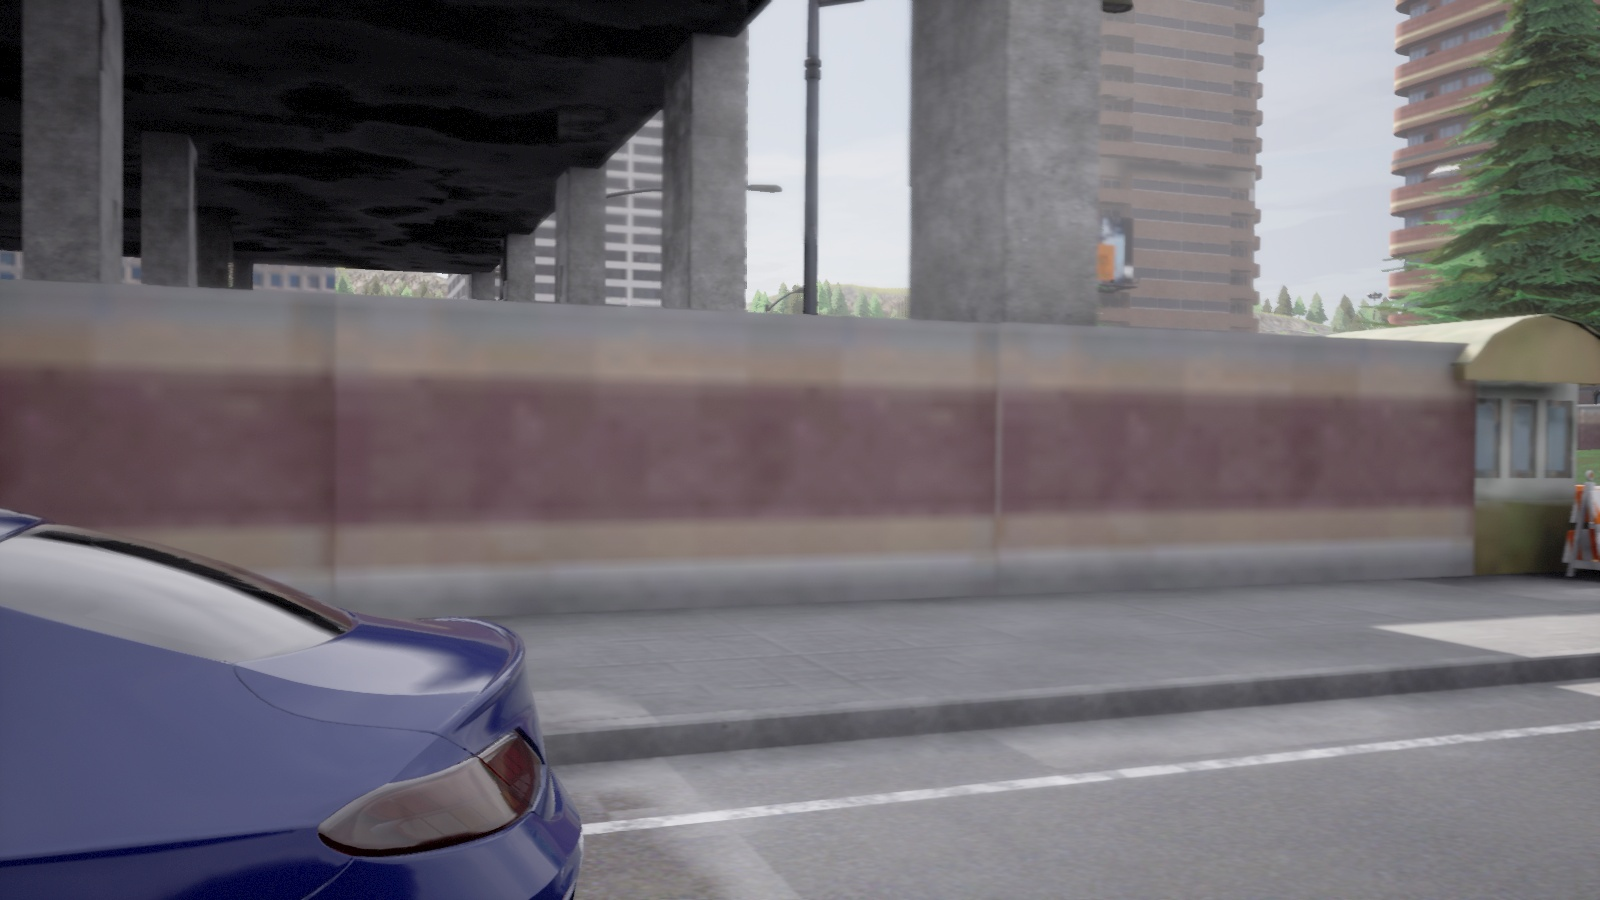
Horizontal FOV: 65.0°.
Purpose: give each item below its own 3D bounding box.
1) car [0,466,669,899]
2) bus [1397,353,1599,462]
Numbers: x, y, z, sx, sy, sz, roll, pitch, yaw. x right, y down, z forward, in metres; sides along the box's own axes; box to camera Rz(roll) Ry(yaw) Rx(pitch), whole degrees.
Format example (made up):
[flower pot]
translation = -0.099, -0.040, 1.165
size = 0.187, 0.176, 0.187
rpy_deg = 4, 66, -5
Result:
[car]
translation = -2.733, 0.818, 2.202
size = 4.674, 1.442, 1.812
rpy_deg = -1, 1, -21
[bus]
translation = 31.206, -1.736, 53.815
size = 3.944, 4.253, 10.273
rpy_deg = -1, 1, -20
